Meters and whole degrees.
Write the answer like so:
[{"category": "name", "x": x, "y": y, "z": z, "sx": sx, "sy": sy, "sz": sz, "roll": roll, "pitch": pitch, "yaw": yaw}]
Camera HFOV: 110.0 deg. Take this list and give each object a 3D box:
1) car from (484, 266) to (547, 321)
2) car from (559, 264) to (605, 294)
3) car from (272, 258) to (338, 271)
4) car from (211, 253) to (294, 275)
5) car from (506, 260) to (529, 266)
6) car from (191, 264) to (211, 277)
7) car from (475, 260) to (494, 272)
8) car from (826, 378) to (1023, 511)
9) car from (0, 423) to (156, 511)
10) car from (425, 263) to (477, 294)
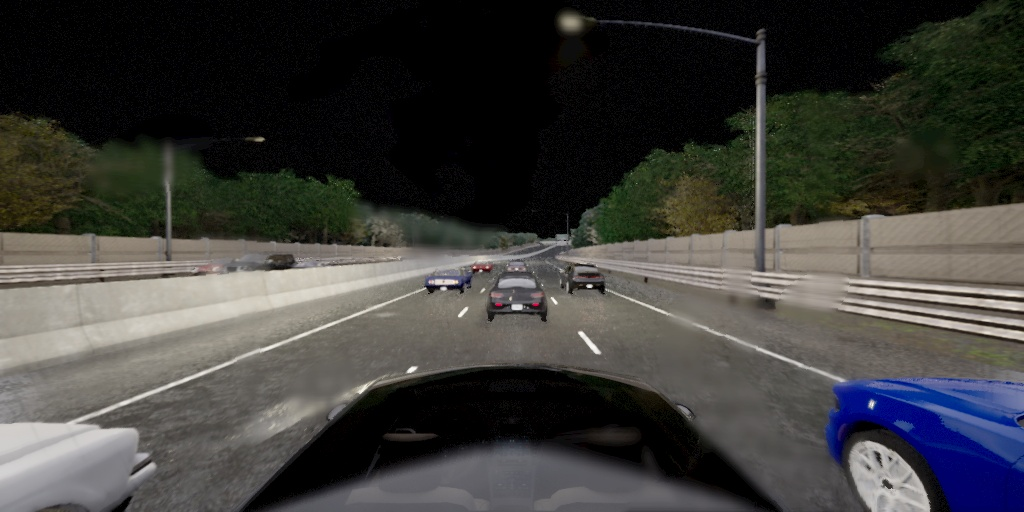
[{"category": "car", "x": 0.170, "y": 1.244, "z": 12.264, "sx": 1.812, "sy": 1.442, "sz": 4.674, "roll": 0, "pitch": 0, "yaw": 1}, {"category": "car", "x": 3.744, "y": 1.175, "z": 19.562, "sx": 1.837, "sy": 1.490, "sz": 4.892, "roll": 0, "pitch": 0, "yaw": 1}, {"category": "car", "x": -13.861, "y": 1.101, "z": 25.021, "sx": 2.128, "sy": 1.511, "sz": 4.902, "roll": 0, "pitch": 1, "yaw": 1}, {"category": "car", "x": -17.367, "y": 0.830, "z": 25.015, "sx": 2.150, "sy": 2.045, "sz": 5.566, "roll": 0, "pitch": 1, "yaw": 1}, {"category": "car", "x": 0.469, "y": 1.087, "z": 31.990, "sx": 2.033, "sy": 1.411, "sz": 5.357, "roll": 0, "pitch": 1, "yaw": 2}, {"category": "car", "x": -20.833, "y": 0.943, "z": 26.368, "sx": 2.097, "sy": 1.767, "sz": 4.553, "roll": 0, "pitch": 1, "yaw": 1}, {"category": "car", "x": -2.889, "y": 1.089, "z": 36.368, "sx": 1.895, "sy": 1.301, "sz": 4.718, "roll": 0, "pitch": 1, "yaw": 2}, {"category": "car", "x": 3.613, "y": 1.229, "z": 0.972, "sx": 1.882, "sy": 1.535, "sz": 5.008, "roll": 0, "pitch": 0, "yaw": 0}, {"category": "car", "x": -3.390, "y": 1.350, "z": 0.283, "sx": 1.895, "sy": 1.301, "sz": 4.718, "roll": 0, "pitch": 0, "yaw": 0}, {"category": "car", "x": -3.260, "y": 1.268, "z": 19.522, "sx": 1.895, "sy": 1.301, "sz": 4.718, "roll": 0, "pitch": 0, "yaw": 1}]
